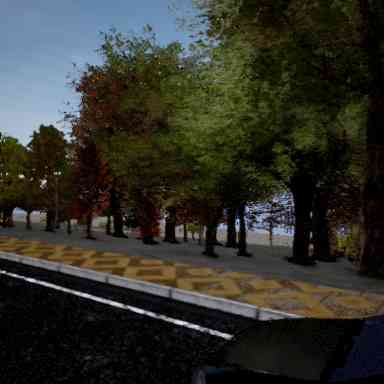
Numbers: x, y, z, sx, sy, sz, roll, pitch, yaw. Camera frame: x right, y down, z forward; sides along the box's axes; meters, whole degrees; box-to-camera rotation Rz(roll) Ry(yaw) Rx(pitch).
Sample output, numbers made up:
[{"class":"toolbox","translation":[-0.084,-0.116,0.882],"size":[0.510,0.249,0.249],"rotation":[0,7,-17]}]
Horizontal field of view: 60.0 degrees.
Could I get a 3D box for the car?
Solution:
[{"class":"car","translation":[1.930,1.564,2.190],"size":[4.181,1.385,1.994],"rotation":[0,0,35]}]
